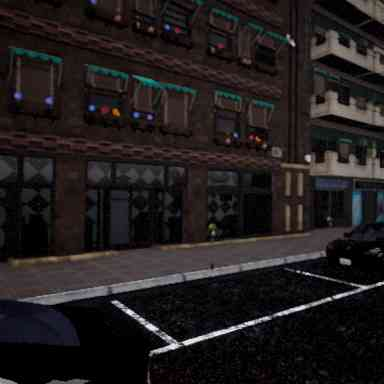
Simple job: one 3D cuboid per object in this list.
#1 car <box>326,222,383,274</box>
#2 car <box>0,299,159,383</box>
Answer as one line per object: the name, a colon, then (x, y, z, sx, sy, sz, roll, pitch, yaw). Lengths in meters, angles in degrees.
car: (6.252, 1.687, 10.962, 4.313, 1.339, 1.947, 1, 0, -35)
car: (-2.472, 1.482, 1.617, 4.902, 1.511, 2.128, 1, 0, -35)
